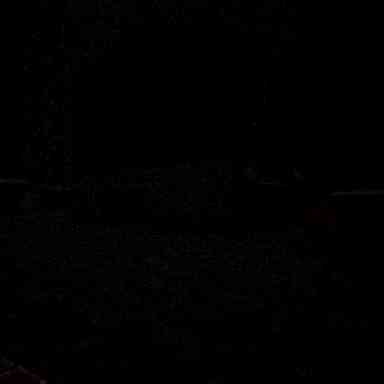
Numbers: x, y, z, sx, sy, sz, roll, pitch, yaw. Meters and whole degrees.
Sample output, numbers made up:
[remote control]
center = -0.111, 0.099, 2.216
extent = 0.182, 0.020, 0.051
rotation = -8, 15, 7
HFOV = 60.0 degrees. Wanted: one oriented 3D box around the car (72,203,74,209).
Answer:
[car]
center = -11.970, 1.525, 40.624
extent = 2.033, 1.411, 5.357
rotation = -2, -1, 36
